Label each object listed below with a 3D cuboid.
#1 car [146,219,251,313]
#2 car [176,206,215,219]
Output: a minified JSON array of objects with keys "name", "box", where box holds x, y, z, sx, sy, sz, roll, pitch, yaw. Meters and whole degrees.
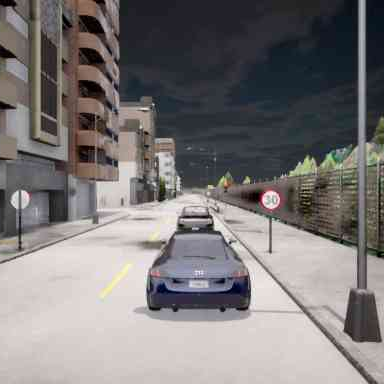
[{"name":"car","box":[0.130,1.564,7.775,1.994,1.385,4.181,0,0,0]},{"name":"car","box":[0.184,1.491,17.690,2.128,1.511,4.902,0,0,1]}]
